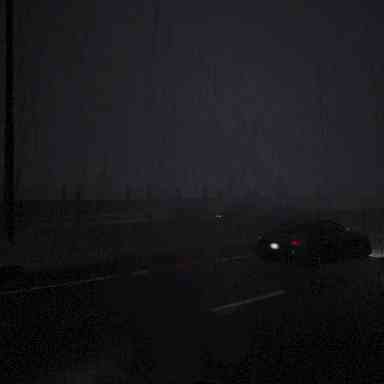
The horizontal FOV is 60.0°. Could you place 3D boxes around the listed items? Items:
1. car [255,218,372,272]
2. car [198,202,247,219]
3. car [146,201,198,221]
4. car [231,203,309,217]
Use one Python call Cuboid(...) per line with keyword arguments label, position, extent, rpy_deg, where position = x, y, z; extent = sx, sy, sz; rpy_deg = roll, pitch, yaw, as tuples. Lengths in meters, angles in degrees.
Cuboid(label="car", position=(4.053, 1.558, 10.936), extent=(4.181, 1.385, 1.994), rpy_deg=(0, 0, -36))
Cuboid(label="car", position=(3.109, 1.495, 23.389), extent=(4.892, 1.490, 1.837), rpy_deg=(0, 0, -35))
Cuboid(label="car", position=(-0.990, 1.469, 24.771), extent=(5.008, 1.535, 1.882), rpy_deg=(0, 0, -35))
Cuboid(label="car", position=(5.280, 1.537, 20.653), extent=(5.357, 1.411, 2.033), rpy_deg=(0, 0, -35))
